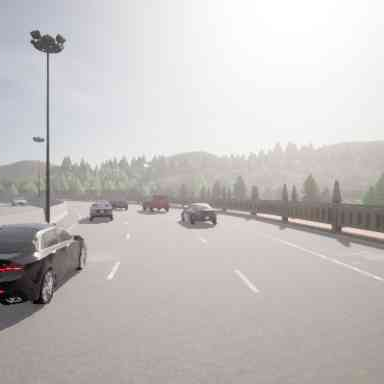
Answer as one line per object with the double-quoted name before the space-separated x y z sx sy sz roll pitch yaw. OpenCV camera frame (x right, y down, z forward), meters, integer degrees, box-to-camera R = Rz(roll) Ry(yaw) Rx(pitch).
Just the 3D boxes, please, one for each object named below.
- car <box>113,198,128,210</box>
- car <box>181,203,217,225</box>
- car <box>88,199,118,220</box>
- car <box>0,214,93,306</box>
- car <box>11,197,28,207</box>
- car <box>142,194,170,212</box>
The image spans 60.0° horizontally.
"car" -9.543 1.530 42.712 2.128 1.511 4.902 0 0 -24
"car" 0.469 1.548 24.443 1.812 1.442 4.674 0 0 -13
"car" -7.702 1.574 28.103 2.033 1.411 5.357 0 0 -17
"car" -3.905 1.512 7.979 1.837 1.490 4.892 0 0 -5
"car" -27.455 1.574 52.863 1.812 1.442 4.674 0 0 -35
"car" -4.356 1.257 39.590 2.150 2.045 5.566 0 0 -22
